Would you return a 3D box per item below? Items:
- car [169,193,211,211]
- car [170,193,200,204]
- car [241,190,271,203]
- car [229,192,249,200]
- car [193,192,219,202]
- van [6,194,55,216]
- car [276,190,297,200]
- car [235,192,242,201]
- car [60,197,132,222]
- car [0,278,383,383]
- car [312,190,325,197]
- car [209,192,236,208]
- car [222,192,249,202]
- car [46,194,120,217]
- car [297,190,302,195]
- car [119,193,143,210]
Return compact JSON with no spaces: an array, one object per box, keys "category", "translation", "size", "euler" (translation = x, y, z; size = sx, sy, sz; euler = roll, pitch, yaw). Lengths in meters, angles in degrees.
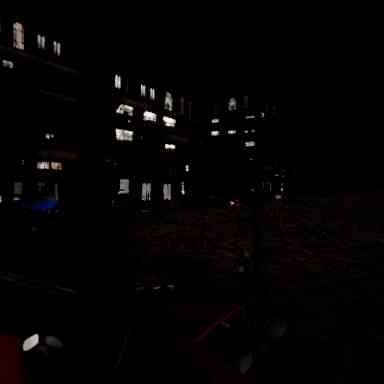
[{"category":"car","translation":[-0.407,1.130,32.932],"size":[1.887,1.381,4.507],"euler":[2,2,35]},{"category":"car","translation":[-0.936,0.907,46.861],"size":[1.947,1.339,4.313],"euler":[2,2,35]},{"category":"car","translation":[9.123,0.874,46.655],"size":[2.008,1.369,4.403],"euler":[2,2,35]},{"category":"car","translation":[8.594,0.647,60.584],"size":[1.947,1.339,4.313],"euler":[2,2,35]},{"category":"car","translation":[2.241,0.805,51.435],"size":[2.008,1.369,4.403],"euler":[2,2,35]},{"category":"van","translation":[-13.640,1.033,28.559],"size":[1.690,1.788,3.998],"euler":[2,2,35]},{"category":"car","translation":[15.574,0.673,55.943],"size":[1.752,1.417,4.829],"euler":[2,2,35]},{"category":"car","translation":[7.710,0.882,49.269],"size":[1.895,1.301,4.718],"euler":[1,1,35]},{"category":"car","translation":[-6.759,1.327,23.785],"size":[1.947,1.339,4.313],"euler":[2,2,35]},{"category":"car","translation":[-0.385,1.544,3.141],"size":[4.507,1.381,1.887],"euler":[0,0,36]},{"category":"car","translation":[28.863,0.256,75.676],"size":[1.882,1.535,5.008],"euler":[1,1,35]},{"category":"car","translation":[2.770,1.049,37.506],"size":[2.008,1.369,4.403],"euler":[2,2,35]},{"category":"car","translation":[7.022,0.753,53.643],"size":[2.033,1.411,5.357],"euler":[1,1,35]},{"category":"car","translation":[-8.376,1.201,26.097],"size":[1.882,1.535,5.008],"euler":[1,1,35]},{"category":"car","translation":[27.653,0.111,88.028],"size":[1.887,1.381,4.507],"euler":[2,2,35]},{"category":"car","translation":[-7.098,0.943,33.462],"size":[2.097,1.767,4.553],"euler":[1,1,35]}]
